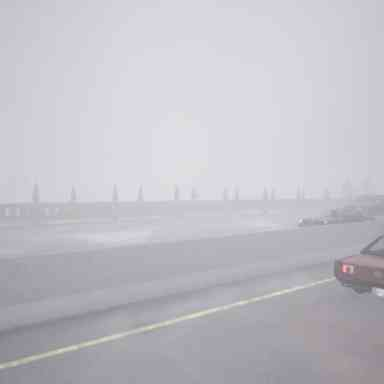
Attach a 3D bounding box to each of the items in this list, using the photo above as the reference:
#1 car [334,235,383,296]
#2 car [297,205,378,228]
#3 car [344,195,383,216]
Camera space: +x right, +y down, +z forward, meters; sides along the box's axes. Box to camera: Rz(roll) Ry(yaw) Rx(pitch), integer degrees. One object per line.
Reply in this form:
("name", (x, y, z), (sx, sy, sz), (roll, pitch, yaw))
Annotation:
("car", (5.363, 1.604, 7.569), (4.718, 1.301, 1.895), (0, 0, -35))
("car", (7.903, 1.609, 18.222), (4.718, 1.301, 1.895), (0, 0, -35))
("car", (14.570, 1.245, 27.269), (5.566, 2.045, 2.150), (0, 0, -35))
